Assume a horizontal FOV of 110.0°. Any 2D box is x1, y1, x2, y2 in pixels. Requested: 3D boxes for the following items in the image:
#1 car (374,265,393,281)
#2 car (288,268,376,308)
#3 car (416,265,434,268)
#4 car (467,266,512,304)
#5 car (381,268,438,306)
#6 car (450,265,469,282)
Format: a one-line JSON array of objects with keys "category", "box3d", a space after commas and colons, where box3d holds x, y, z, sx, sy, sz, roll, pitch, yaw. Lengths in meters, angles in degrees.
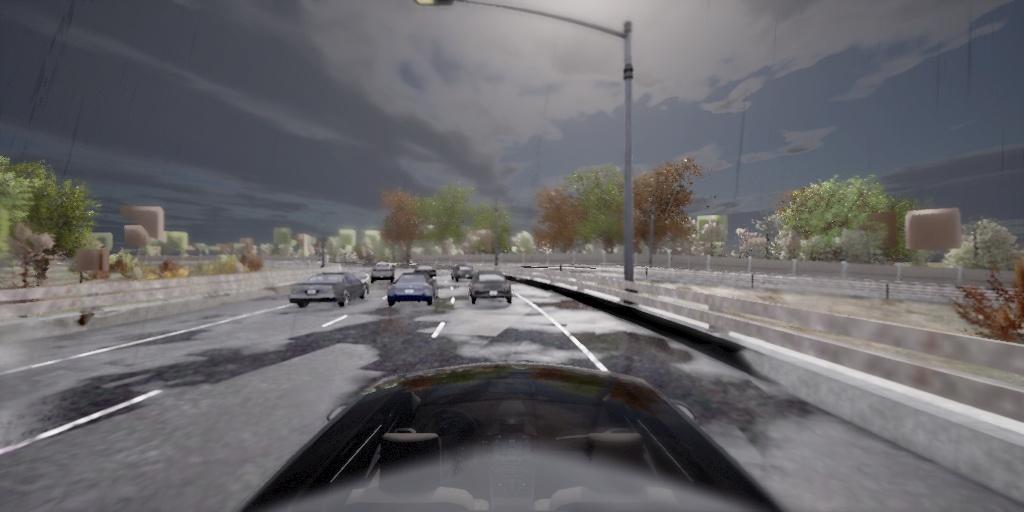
[{"category": "car", "box3d": [-11.227, 1.526, 31.378, 2.128, 1.511, 4.902, 0, 0, -16]}, {"category": "car", "box3d": [-7.991, 1.437, 16.180, 2.033, 1.411, 5.357, 0, -1, -8]}, {"category": "car", "box3d": [-7.913, 1.521, 32.504, 1.882, 1.535, 5.008, 0, 0, -16]}, {"category": "car", "box3d": [-1.116, 1.425, 17.504, 1.812, 1.442, 4.674, 0, 0, -8]}, {"category": "car", "box3d": [-4.571, 1.459, 16.942, 1.994, 1.385, 4.181, 0, -1, -8]}, {"category": "car", "box3d": [-4.525, 1.576, 33.391, 1.812, 1.442, 4.674, 0, 0, -16]}]
